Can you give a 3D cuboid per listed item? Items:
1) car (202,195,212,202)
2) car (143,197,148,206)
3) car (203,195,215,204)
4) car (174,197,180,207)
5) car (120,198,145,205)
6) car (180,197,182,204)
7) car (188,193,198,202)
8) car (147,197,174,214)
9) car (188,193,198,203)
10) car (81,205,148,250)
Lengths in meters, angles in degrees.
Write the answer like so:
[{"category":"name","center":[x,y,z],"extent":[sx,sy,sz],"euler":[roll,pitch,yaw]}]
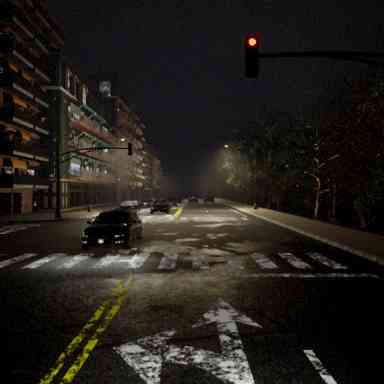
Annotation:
[{"category":"car","center":[3.498,1.498,76.468],"extent":[2.033,1.411,5.357],"euler":[0,0,0]},{"category":"car","center":[-6.443,1.501,48.030],"extent":[2.128,1.511,4.902],"euler":[0,0,0]},{"category":"car","center":[3.464,1.525,66.049],"extent":[1.837,1.490,4.892],"euler":[0,0,0]},{"category":"car","center":[-3.183,1.536,50.079],"extent":[1.812,1.442,4.674],"euler":[0,0,0]},{"category":"car","center":[-6.494,1.605,34.605],"extent":[1.895,1.301,4.718],"euler":[0,0,0]},{"category":"car","center":[-3.056,1.621,66.334],"extent":[1.895,1.301,4.718],"euler":[0,0,1]},{"category":"car","center":[0.249,1.253,76.556],"extent":[2.150,2.045,5.566],"euler":[0,0,0]},{"category":"car","center":[-3.237,1.506,34.938],"extent":[1.837,1.490,4.892],"euler":[0,1,0]},{"category":"car","center":[0.316,1.512,66.466],"extent":[2.128,1.511,4.902],"euler":[0,0,0]},{"category":"car","center":[-3.313,1.546,14.530],"extent":[1.837,1.490,4.892],"euler":[0,0,0]}]
